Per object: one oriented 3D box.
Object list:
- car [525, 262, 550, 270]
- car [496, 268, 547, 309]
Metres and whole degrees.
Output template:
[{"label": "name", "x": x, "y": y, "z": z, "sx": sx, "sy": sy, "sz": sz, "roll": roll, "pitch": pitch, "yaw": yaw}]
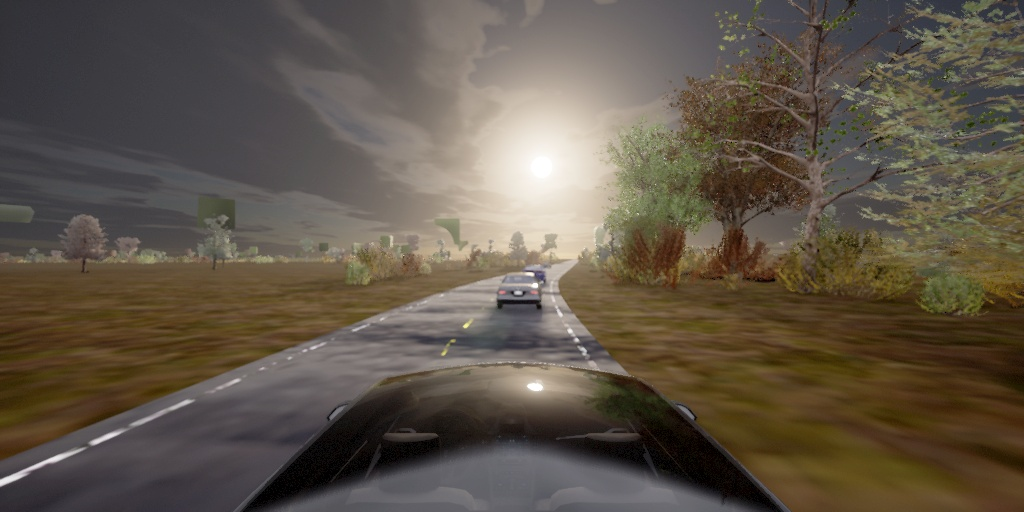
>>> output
[{"label": "car", "x": 1.964, "y": 1.488, "z": 31.001, "sx": 1.882, "sy": 1.535, "sz": 5.008, "roll": 0, "pitch": 0, "yaw": 8}, {"label": "car", "x": 0.391, "y": 1.426, "z": 15.711, "sx": 2.033, "sy": 1.411, "sz": 5.357, "roll": 0, "pitch": 0, "yaw": 4}]
